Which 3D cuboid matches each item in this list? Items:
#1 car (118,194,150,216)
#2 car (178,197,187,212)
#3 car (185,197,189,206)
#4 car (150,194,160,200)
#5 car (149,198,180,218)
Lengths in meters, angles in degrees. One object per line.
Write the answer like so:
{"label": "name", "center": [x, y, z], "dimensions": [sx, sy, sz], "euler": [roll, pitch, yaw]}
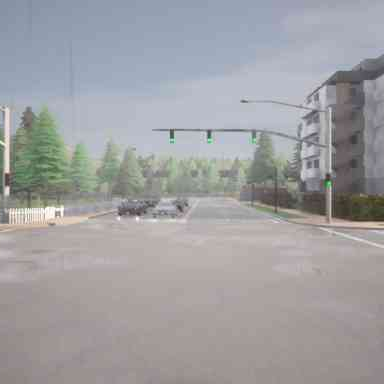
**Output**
{"label": "car", "center": [-5.770, 1.352, 32.652], "dimensions": [2.097, 1.767, 4.553], "euler": [0, 0, 2]}
{"label": "car", "center": [-2.014, 1.601, 39.285], "dimensions": [1.895, 1.301, 4.718], "euler": [0, 0, 2]}
{"label": "car", "center": [-1.538, 1.492, 50.643], "dimensions": [2.128, 1.511, 4.902], "euler": [0, 0, 3]}
{"label": "car", "center": [-5.351, 1.221, 43.313], "dimensions": [2.150, 2.045, 5.566], "euler": [0, 0, 3]}
{"label": "car", "center": [-2.365, 1.526, 30.190], "dimensions": [1.812, 1.442, 4.674], "euler": [0, 0, 2]}
